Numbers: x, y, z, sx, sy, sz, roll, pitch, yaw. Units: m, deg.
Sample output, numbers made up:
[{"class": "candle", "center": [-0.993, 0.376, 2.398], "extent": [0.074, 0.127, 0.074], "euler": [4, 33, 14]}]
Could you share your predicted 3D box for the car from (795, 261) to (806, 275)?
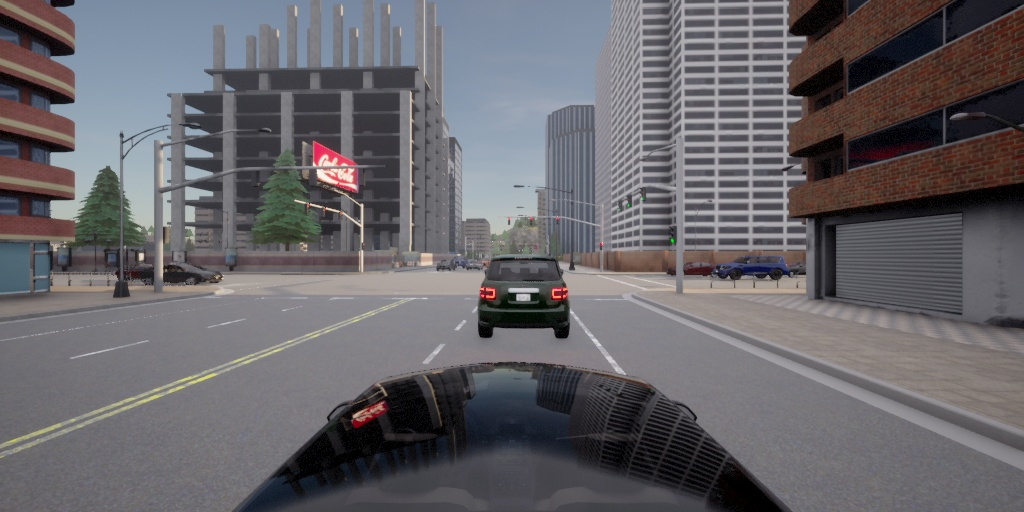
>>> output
[{"class": "car", "center": [27.240, 1.241, 33.737], "extent": [4.902, 1.511, 2.128], "euler": [0, 0, 2]}]

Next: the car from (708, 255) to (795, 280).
[{"class": "car", "center": [20.226, 0.971, 30.477], "extent": [5.566, 2.045, 2.150], "euler": [0, 0, 2]}]

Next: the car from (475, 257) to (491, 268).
[{"class": "car", "center": [-4.871, 1.102, 61.260], "extent": [2.097, 1.767, 4.553], "euler": [0, 0, 2]}]

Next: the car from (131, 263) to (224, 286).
[{"class": "car", "center": [-22.659, 1.255, 24.671], "extent": [4.892, 1.490, 1.837], "euler": [0, 0, 2]}]

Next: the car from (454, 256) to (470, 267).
[{"class": "car", "center": [-8.497, 0.971, 58.372], "extent": [2.150, 2.045, 5.566], "euler": [0, 0, 1]}]

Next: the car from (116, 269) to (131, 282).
[{"class": "car", "center": [-28.050, 1.351, 28.347], "extent": [4.718, 1.301, 1.895], "euler": [0, 0, 2]}]

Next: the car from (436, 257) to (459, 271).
[{"class": "car", "center": [-8.880, 1.255, 48.524], "extent": [1.837, 1.490, 4.892], "euler": [0, 0, 2]}]

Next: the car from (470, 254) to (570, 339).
[{"class": "car", "center": [0.338, 0.971, 10.283], "extent": [2.150, 2.045, 5.566], "euler": [0, 0, 2]}]

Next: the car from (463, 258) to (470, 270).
[{"class": "car", "center": [-5.276, 1.351, 51.160], "extent": [1.895, 1.301, 4.718], "euler": [0, 0, 2]}]

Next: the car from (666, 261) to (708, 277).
[{"class": "car", "center": [17.310, 1.228, 34.071], "extent": [5.008, 1.535, 1.882], "euler": [0, 0, 2]}]
